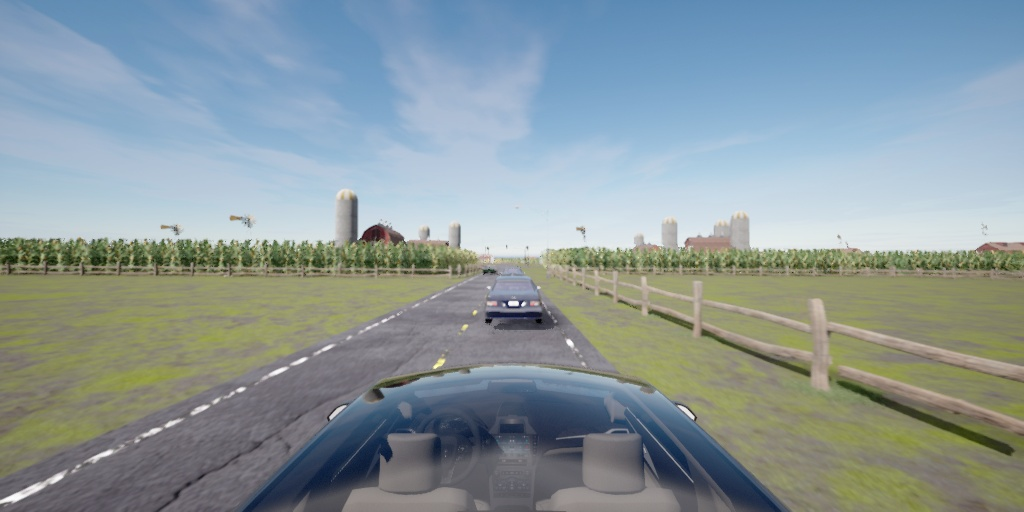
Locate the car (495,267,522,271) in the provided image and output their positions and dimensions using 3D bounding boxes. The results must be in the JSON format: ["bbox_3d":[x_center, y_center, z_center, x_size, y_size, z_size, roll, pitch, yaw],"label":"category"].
[{"bbox_3d":[0.054,1.563,27.625,2.033,1.411,5.357,0,-1,0],"label":"car"}]

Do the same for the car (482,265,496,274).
[{"bbox_3d":[-2.866,1.832,46.904,1.895,1.301,4.718,0,-1,0],"label":"car"}]

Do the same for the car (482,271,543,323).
[{"bbox_3d":[0.062,1.406,12.619,2.033,1.411,5.357,0,-1,0],"label":"car"}]
